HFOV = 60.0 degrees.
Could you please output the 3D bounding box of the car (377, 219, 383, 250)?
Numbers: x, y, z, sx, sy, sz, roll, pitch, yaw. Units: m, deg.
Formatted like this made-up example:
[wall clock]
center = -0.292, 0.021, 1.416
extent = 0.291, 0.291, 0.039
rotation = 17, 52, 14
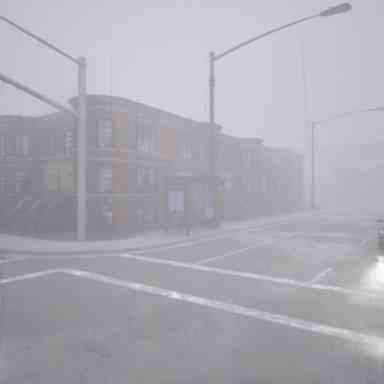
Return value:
[car]
center = 8.882, 1.491, 13.673
extent = 2.128, 1.511, 4.902
rotation = 0, 0, 36
